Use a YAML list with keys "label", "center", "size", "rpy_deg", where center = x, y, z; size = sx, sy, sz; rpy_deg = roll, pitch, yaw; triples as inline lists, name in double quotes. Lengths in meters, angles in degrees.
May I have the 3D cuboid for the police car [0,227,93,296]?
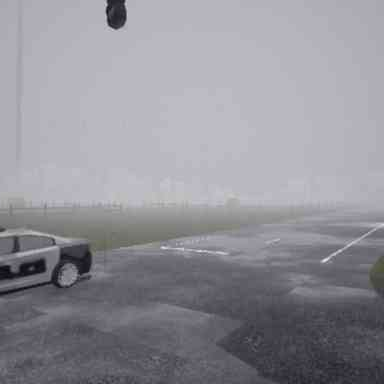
- label: "police car"
  center: [-4.720, 1.577, 7.487]
  size: [1.930, 1.638, 5.238]
  rpy_deg: [-2, -2, 35]
